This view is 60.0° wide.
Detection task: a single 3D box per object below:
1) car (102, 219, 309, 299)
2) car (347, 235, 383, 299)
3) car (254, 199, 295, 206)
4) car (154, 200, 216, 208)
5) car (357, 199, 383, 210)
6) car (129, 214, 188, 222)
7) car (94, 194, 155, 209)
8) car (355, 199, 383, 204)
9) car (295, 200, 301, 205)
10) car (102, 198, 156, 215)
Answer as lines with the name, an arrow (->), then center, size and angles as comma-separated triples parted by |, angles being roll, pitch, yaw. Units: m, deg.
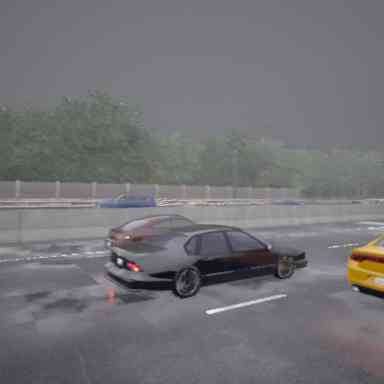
car -> 0.560, 1.552, 8.448 | 5.357, 1.411, 2.033 | 1, 0, -33
car -> 5.618, 1.546, 7.546 | 5.008, 1.535, 1.882 | 1, 0, -33
car -> 9.475, 1.724, 39.285 | 4.718, 1.301, 1.895 | 1, 0, -33
car -> 0.060, 1.480, 24.897 | 5.008, 1.535, 1.882 | 1, 0, -33
car -> 27.517, 1.885, 50.829 | 4.892, 1.490, 1.837 | 1, 0, -33
car -> -0.705, 1.516, 11.798 | 4.674, 1.442, 1.812 | 1, 0, -33
car -> -5.779, 1.153, 29.461 | 5.566, 2.045, 2.150 | 1, 0, -33
car -> 20.261, 1.823, 37.861 | 4.181, 1.385, 1.994 | 1, 0, -32
car -> 12.678, 1.643, 45.472 | 5.008, 1.535, 1.882 | 1, 0, -32
car -> -6.287, 1.417, 33.295 | 4.902, 1.511, 2.128 | 1, 0, -33
